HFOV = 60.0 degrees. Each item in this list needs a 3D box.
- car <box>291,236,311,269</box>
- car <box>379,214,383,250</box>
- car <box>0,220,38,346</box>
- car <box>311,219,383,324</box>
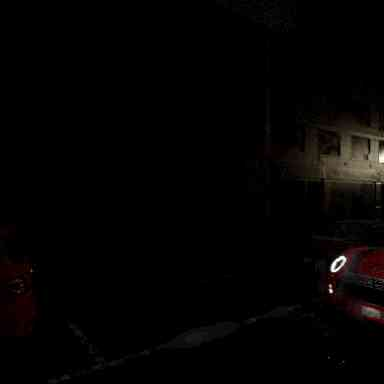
[{"bbox_3d":[4.855,1.522,9.929,4.507,1.381,1.887,0,1,-35],"label":"car"},{"bbox_3d":[9.475,1.538,13.112,4.313,1.339,1.947,0,1,-35],"label":"car"},{"bbox_3d":[-4.382,1.301,3.562,5.009,1.841,2.192,0,1,-35],"label":"car"},{"bbox_3d":[4.718,1.337,6.609,4.553,1.767,2.097,0,0,-35],"label":"car"}]
